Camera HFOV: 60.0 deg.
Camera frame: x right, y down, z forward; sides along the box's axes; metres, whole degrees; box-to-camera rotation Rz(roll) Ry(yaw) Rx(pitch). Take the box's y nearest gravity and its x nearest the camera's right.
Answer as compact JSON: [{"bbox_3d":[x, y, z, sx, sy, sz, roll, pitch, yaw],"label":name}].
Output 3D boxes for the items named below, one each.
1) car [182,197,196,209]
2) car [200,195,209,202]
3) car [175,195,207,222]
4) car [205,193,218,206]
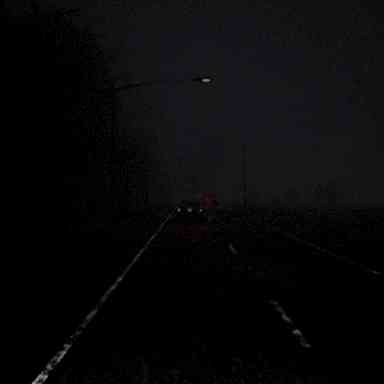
[{"bbox_3d":[-0.388,1.483,45.944,1.837,1.490,4.892,0,0,-1],"label":"car"},{"bbox_3d":[2.734,1.502,73.517,1.812,1.442,4.674,0,0,-1],"label":"car"},{"bbox_3d":[-0.184,1.339,26.054,2.097,1.767,4.553,0,0,-1],"label":"car"},{"bbox_3d":[3.023,1.202,55.321,2.150,2.045,5.566,0,0,-1],"label":"car"}]
